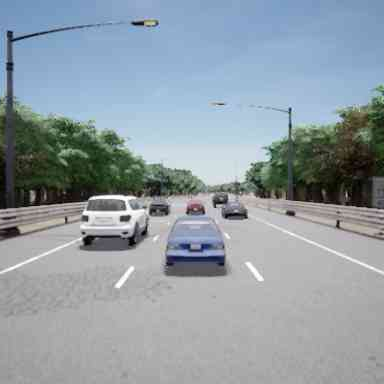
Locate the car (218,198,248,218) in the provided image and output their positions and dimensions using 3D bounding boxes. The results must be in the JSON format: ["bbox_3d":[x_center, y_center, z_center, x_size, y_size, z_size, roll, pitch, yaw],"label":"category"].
[{"bbox_3d":[3.684,1.523,29.293,1.994,1.385,4.181,0,0,1],"label":"car"}]

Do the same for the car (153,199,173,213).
[{"bbox_3d":[-3.124,1.466,33.520,1.837,1.490,4.892,0,0,1],"label":"car"}]

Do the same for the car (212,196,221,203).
[{"bbox_3d":[5.579,1.667,74.969,1.994,1.385,4.181,0,0,4],"label":"car"}]

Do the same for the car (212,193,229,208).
[{"bbox_3d":[4.251,1.207,49.235,2.150,2.045,5.566,0,0,2],"label":"car"}]

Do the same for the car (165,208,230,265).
[{"bbox_3d":[0.108,1.520,11.502,2.033,1.411,5.357,0,0,0],"label":"car"}]

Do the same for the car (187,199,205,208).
[{"bbox_3d":[0.403,1.489,34.666,1.812,1.442,4.674,0,0,1],"label":"car"}]

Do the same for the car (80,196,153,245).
[{"bbox_3d":[-3.378,1.188,15.458,2.150,2.045,5.566,0,0,0],"label":"car"}]
